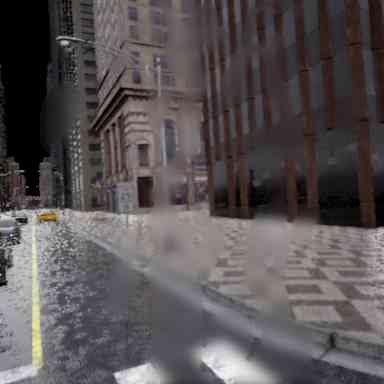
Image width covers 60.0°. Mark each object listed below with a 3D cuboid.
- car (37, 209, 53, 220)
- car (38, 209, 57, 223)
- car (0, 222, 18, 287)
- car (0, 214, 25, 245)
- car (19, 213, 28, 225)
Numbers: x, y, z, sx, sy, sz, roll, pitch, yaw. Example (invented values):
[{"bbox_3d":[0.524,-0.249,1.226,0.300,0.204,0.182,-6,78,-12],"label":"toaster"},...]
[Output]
[{"bbox_3d":[-22.463,3.358,50.798,2.033,1.411,5.357,-3,-1,-25],"label":"car"},{"bbox_3d":[-17.628,2.899,40.671,1.882,1.535,5.008,-3,0,-26],"label":"car"},{"bbox_3d":[-6.683,1.987,10.338,1.837,1.490,4.892,-3,-1,-26],"label":"car"},{"bbox_3d":[-11.164,2.336,19.724,1.837,1.490,4.892,-3,-1,-26],"label":"car"},{"bbox_3d":[-20.066,3.141,38.533,1.895,1.301,4.718,-3,-1,-25],"label":"car"}]
